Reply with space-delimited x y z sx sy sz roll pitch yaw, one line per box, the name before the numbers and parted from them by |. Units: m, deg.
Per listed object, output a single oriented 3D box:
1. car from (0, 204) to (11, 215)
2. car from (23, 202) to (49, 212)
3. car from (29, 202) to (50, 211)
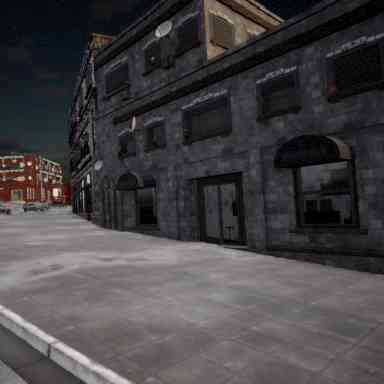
car | -23.130 2.075 39.210 1.812 1.442 4.674 -3 -1 -5
car | -24.097 2.255 51.046 2.128 1.511 4.902 -3 -1 -3
car | -28.184 2.733 61.737 1.837 1.490 4.892 -3 -1 -3
